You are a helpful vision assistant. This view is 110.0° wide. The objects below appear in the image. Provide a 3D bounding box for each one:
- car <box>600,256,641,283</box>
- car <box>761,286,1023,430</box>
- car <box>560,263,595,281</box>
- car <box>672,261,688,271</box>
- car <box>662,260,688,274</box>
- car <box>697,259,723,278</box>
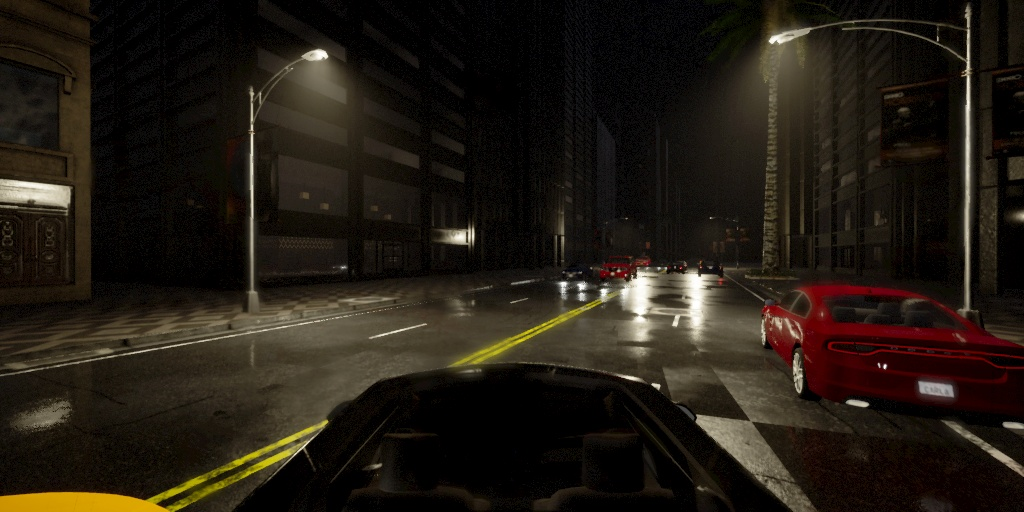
[{"bbox_3d":[8.699,0.980,28.971,2.150,2.045,5.566,0,0,27],"label":"car"},{"bbox_3d":[5.517,1.228,5.902,1.882,1.535,5.008,0,0,27],"label":"car"},{"bbox_3d":[5.647,1.284,30.145,1.812,1.442,4.674,0,0,27],"label":"car"},{"bbox_3d":[23.563,1.379,50.290,1.895,1.301,4.718,0,0,27],"label":"car"},{"bbox_3d":[18.671,1.316,40.794,2.033,1.411,5.357,0,0,27],"label":"car"},{"bbox_3d":[19.308,1.117,34.971,2.097,1.767,4.553,0,0,27],"label":"car"}]
